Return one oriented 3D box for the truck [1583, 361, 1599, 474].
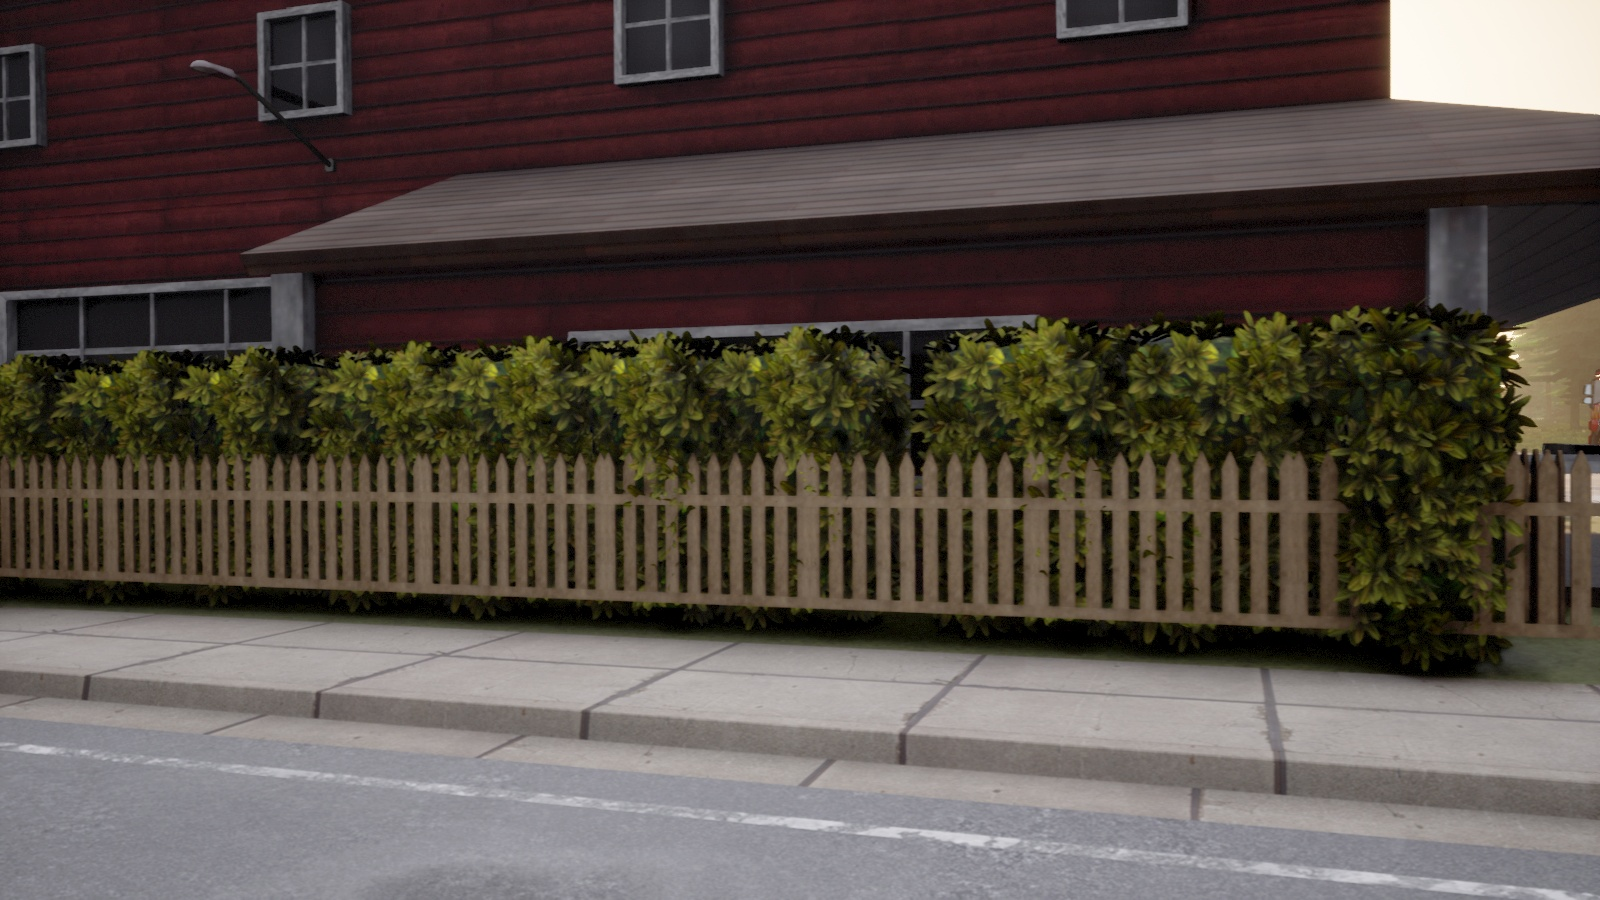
[{"bbox_3d":[27.777,-1.073,40.048,2.891,3.827,8.468,0,1,19],"label":"truck"}]
